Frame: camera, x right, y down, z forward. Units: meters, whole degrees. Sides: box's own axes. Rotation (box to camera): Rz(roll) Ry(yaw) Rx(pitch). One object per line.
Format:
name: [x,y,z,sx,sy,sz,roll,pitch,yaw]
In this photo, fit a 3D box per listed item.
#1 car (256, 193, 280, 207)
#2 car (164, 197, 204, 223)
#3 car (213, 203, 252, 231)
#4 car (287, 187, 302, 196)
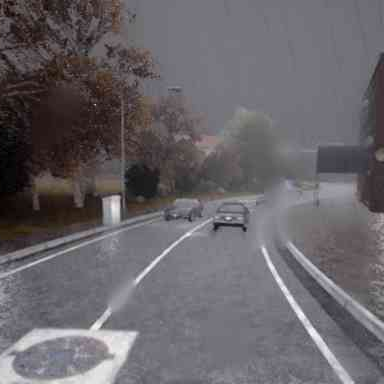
car: [8.723,0.865,37.870,2.033,1.411,5.357,3,3,25]
car: [-0.450,1.159,22.892,1.837,1.490,4.892,1,2,15]
car: [2.433,1.345,19.464,2.033,1.411,5.357,1,1,13]
car: [18.455,-0.089,60.166,1.837,1.490,4.892,4,4,38]
